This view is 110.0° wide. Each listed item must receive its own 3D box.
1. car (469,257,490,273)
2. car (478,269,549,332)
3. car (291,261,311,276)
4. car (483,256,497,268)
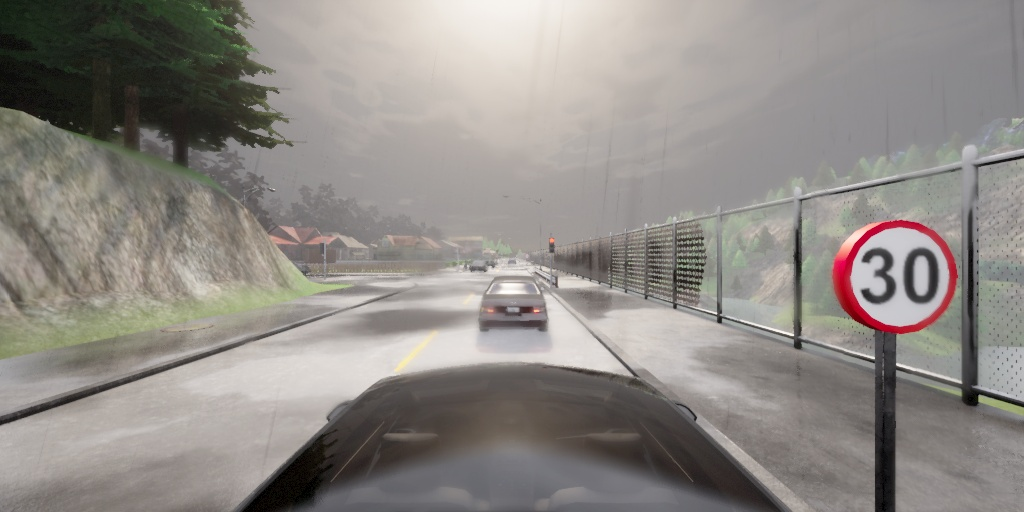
[{"bbox_3d":[-4.083,1.228,44.043,1.882,1.535,5.008,0,0,0],"label":"car"},{"bbox_3d":[0.052,1.297,10.835,2.033,1.411,5.357,0,0,0],"label":"car"},{"bbox_3d":[-22.062,1.241,34.510,4.902,1.511,2.128,0,0,1],"label":"car"},{"bbox_3d":[-4.060,0.965,59.994,2.150,2.045,5.566,0,1,0],"label":"car"}]
